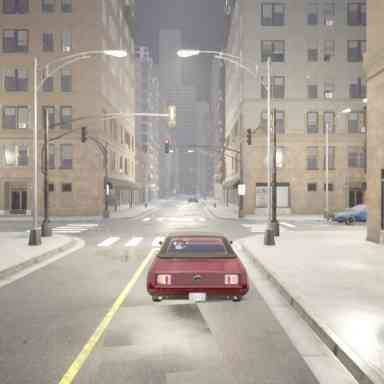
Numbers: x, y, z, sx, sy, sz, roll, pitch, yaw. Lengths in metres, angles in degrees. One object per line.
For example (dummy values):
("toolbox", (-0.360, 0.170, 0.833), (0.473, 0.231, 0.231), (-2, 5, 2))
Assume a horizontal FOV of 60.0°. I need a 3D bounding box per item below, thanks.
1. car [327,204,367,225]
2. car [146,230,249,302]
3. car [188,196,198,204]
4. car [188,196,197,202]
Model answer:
("car", (12.198, 1.512, 22.804), (5.357, 1.411, 2.033), (0, 0, 3))
("car", (0.093, 1.601, 8.214), (1.895, 1.301, 4.718), (0, 0, 0))
("car", (0.180, 1.507, 65.198), (1.812, 1.442, 4.674), (0, 0, 0))
("car", (0.098, 1.567, 75.127), (1.895, 1.301, 4.718), (0, 0, 0))
